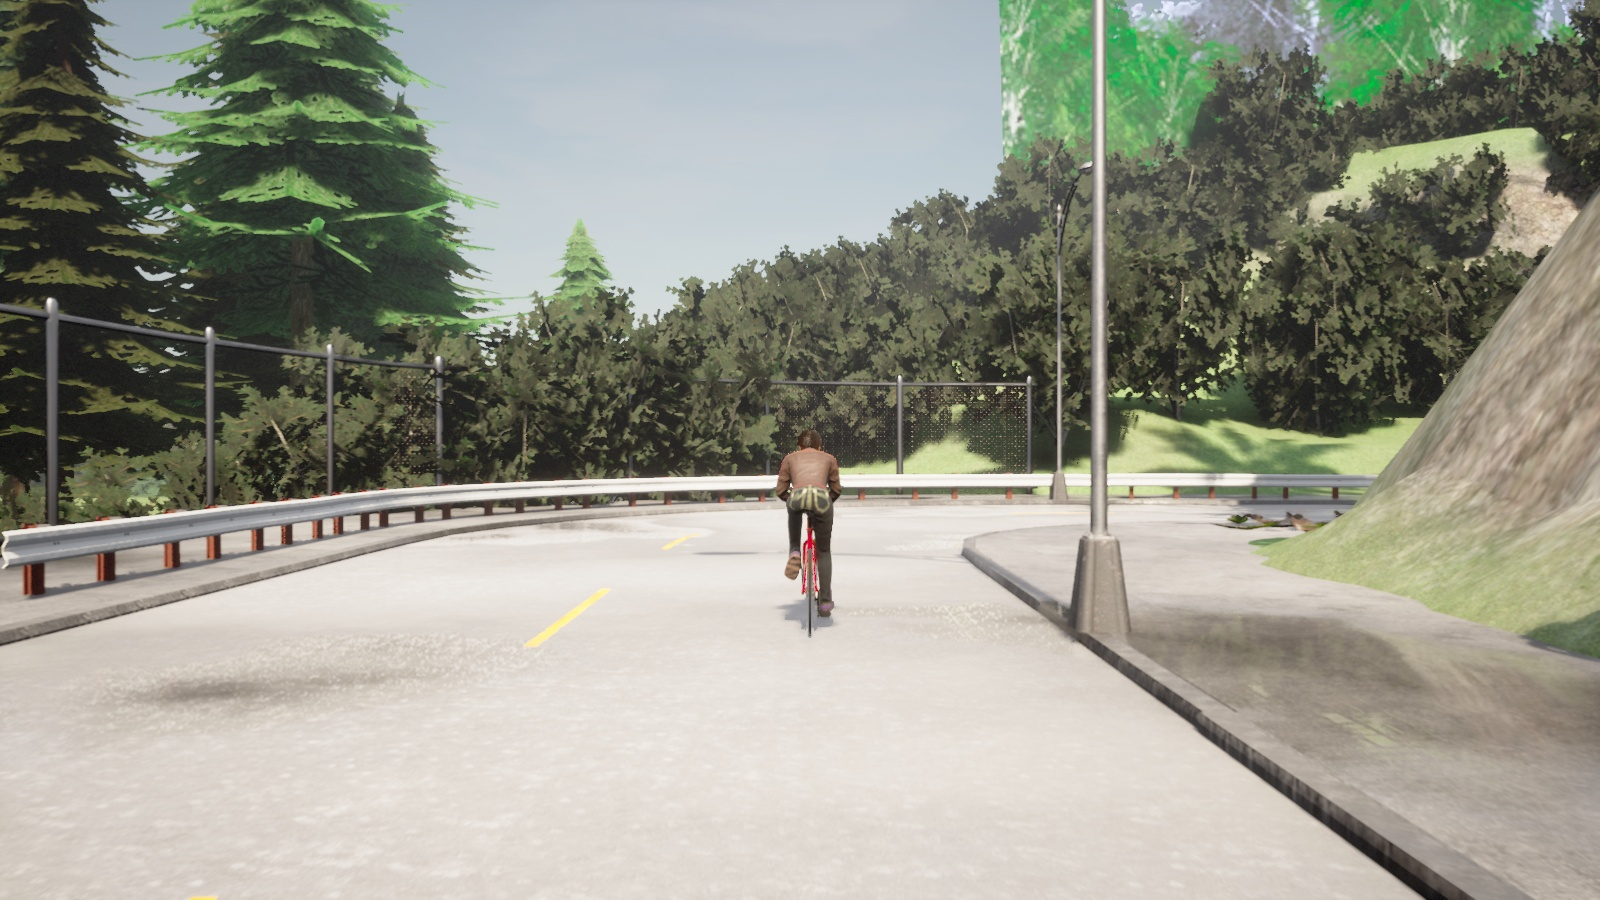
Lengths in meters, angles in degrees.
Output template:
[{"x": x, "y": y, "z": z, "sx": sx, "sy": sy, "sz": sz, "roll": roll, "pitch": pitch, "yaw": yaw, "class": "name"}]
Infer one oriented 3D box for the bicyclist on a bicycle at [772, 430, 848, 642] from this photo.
[{"x": 0.080, "y": 0.657, "z": 10.406, "sx": 0.582, "sy": 1.620, "sz": 1.656, "roll": 0, "pitch": 0, "yaw": 0, "class": "bicyclist on a bicycle"}]
